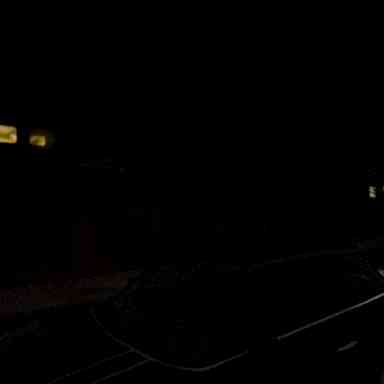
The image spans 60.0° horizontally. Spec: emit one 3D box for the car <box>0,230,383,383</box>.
[{"bbox_3d":[0.276,1.352,3.268,4.553,1.767,2.097,0,0,-36],"label":"car"}]
